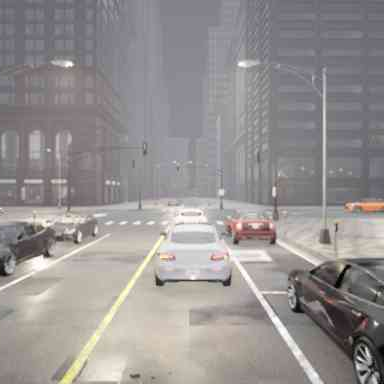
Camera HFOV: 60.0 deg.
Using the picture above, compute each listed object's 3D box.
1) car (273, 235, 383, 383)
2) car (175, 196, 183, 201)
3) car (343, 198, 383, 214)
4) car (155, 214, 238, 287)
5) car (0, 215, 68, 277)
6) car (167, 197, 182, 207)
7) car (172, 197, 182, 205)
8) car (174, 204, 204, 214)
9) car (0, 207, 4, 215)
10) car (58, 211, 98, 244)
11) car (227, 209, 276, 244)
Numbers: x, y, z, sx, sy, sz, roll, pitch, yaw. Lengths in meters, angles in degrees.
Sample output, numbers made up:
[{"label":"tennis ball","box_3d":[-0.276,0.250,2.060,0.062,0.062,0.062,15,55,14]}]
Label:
[{"label":"car","box_3d":[2.751,1.593,4.867,1.947,1.339,4.313,0,0,0]},{"label":"car","box_3d":[-3.340,1.761,88.153,1.895,1.301,4.718,0,0,0]},{"label":"car","box_3d":[19.729,1.505,37.803,4.553,1.767,2.097,0,0,0]},{"label":"car","box_3d":[0.040,1.578,9.396,1.812,1.442,4.674,0,0,0]},{"label":"car","box_3d":[-5.789,1.624,10.478,1.947,1.339,4.313,0,0,0]},{"label":"car","box_3d":[-3.206,1.865,57.702,1.812,1.442,4.674,0,0,0]},{"label":"car","box_3d":[-3.236,1.939,72.817,1.837,1.490,4.892,0,0,0]},{"label":"car","box_3d":[-0.045,1.629,18.569,1.812,1.442,4.674,0,0,0]},{"label":"car","box_3d":[-21.857,1.778,34.151,4.674,1.442,1.812,0,0,0]},{"label":"car","box_3d":[-5.804,1.640,16.115,2.008,1.369,4.403,0,0,0]},{"label":"car","box_3d":[2.720,1.529,16.140,1.967,1.590,4.097,0,0,0]}]
